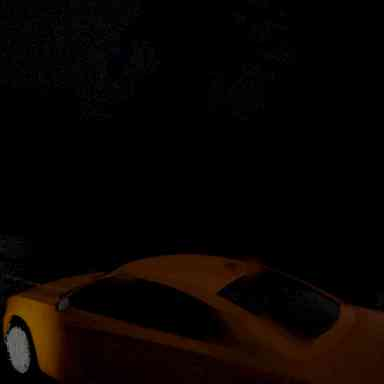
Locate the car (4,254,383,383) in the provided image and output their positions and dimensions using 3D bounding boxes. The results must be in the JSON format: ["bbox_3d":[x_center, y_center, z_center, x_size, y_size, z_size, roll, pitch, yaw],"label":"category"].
[{"bbox_3d":[-0.270,1.498,3.877,5.008,1.535,1.882,-1,0,36],"label":"car"}]
